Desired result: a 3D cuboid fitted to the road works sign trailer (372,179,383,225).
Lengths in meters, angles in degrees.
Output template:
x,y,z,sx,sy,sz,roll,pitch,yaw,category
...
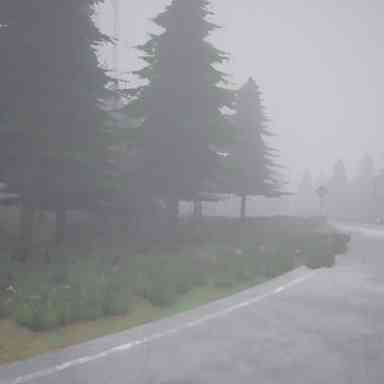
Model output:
x,y,z,sx,sy,sz,roll,pitch,yaw,category
15.307,0.812,26.210,2.380,3.560,2.880,4,-2,-6,road works sign trailer
